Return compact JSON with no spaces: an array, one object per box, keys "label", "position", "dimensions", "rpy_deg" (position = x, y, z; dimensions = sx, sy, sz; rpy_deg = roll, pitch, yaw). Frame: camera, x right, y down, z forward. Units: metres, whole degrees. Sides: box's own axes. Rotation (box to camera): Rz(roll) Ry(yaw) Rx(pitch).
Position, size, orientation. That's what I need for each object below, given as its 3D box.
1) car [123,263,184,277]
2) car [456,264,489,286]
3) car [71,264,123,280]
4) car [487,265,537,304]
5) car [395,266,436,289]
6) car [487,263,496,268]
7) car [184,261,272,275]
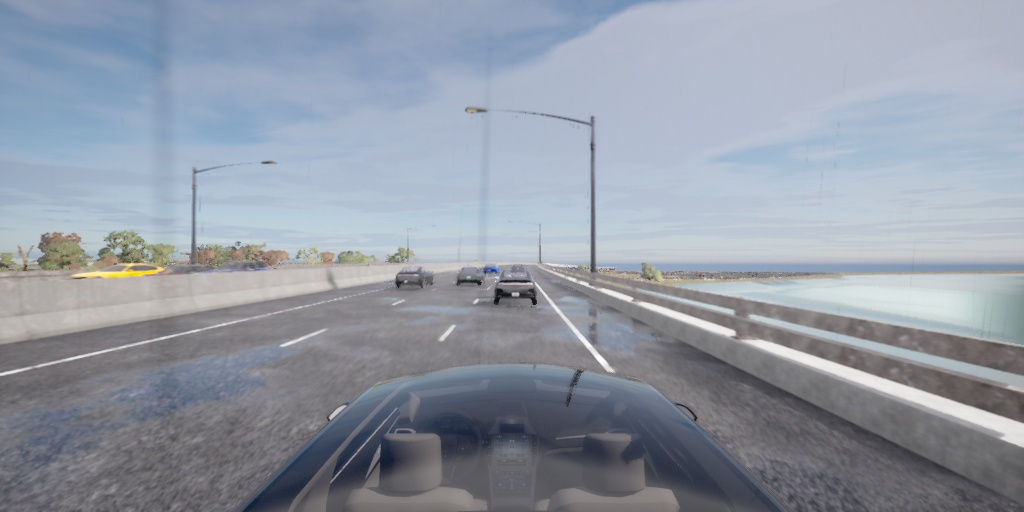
[{"label":"car","position":[-20.885,1.356,22.666],"dimensions":[2.097,1.767,4.553],"rpy_deg":[0,-1,1]},{"label":"car","position":[-3.193,1.574,28.684],"dimensions":[1.994,1.385,4.181],"rpy_deg":[0,0,1]},{"label":"car","position":[-24.385,1.220,22.681],"dimensions":[1.882,1.535,5.008],"rpy_deg":[0,-1,1]},{"label":"car","position":[0.166,1.392,17.239],"dimensions":[2.128,1.511,4.902],"rpy_deg":[0,0,1]},{"label":"car","position":[-6.742,1.466,25.385],"dimensions":[2.128,1.511,4.902],"rpy_deg":[0,0,1]},{"label":"car","position":[-2.799,1.690,47.608],"dimensions":[1.882,1.535,5.008],"rpy_deg":[0,0,1]},{"label":"car","position":[-17.385,1.102,22.629],"dimensions":[2.097,1.767,4.553],"rpy_deg":[0,-1,1]}]
